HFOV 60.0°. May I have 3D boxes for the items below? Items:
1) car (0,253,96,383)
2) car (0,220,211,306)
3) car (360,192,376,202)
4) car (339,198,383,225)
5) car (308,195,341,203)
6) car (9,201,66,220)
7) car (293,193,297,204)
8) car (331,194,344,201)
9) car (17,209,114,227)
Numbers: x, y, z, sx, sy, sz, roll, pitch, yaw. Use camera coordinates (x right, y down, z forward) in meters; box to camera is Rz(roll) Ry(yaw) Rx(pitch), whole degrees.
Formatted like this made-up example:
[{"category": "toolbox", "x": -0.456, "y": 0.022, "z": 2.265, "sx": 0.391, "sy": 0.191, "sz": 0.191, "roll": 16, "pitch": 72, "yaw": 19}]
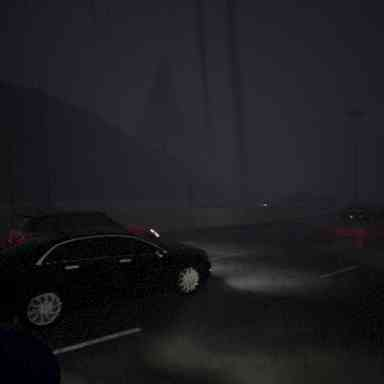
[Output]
[{"category": "car", "x": -3.240, "y": 1.494, "z": 1.526, "sx": 5.008, "sy": 1.535, "sz": 1.882, "roll": 0, "pitch": 0, "yaw": -35}, {"category": "car", "x": -1.797, "y": 1.498, "z": 6.904, "sx": 4.892, "sy": 1.490, "sz": 1.837, "roll": -1, "pitch": 0, "yaw": -36}, {"category": "car", "x": 33.181, "y": 0.981, "z": 62.662, "sx": 2.097, "sy": 1.767, "sz": 4.553, "roll": 0, "pitch": 0, "yaw": 36}, {"category": "car", "x": 11.901, "y": 1.357, "z": 22.672, "sx": 4.902, "sy": 1.511, "sz": 2.128, "roll": 0, "pitch": 0, "yaw": -42}, {"category": "car", "x": 16.575, "y": 1.330, "z": 42.286, "sx": 2.033, "sy": 1.411, "sz": 5.357, "roll": 0, "pitch": 0, "yaw": 43}, {"category": "car", "x": -13.467, "y": 1.564, "z": 29.024, "sx": 4.181, "sy": 1.385, "sz": 1.994, "roll": 0, "pitch": 0, "yaw": -38}, {"category": "car", "x": 14.858, "y": 1.007, "z": 45.600, "sx": 2.150, "sy": 2.045, "sz": 5.566, "roll": 0, "pitch": 0, "yaw": 43}, {"category": "car", "x": 32.260, "y": 1.195, "z": 73.900, "sx": 1.895, "sy": 1.301, "sz": 4.718, "roll": 0, "pitch": 0, "yaw": 33}, {"category": "car", "x": -3.184, "y": 1.343, "z": 10.235, "sx": 4.553, "sy": 1.767, "sz": 2.097, "roll": 0, "pitch": 0, "yaw": -36}]
